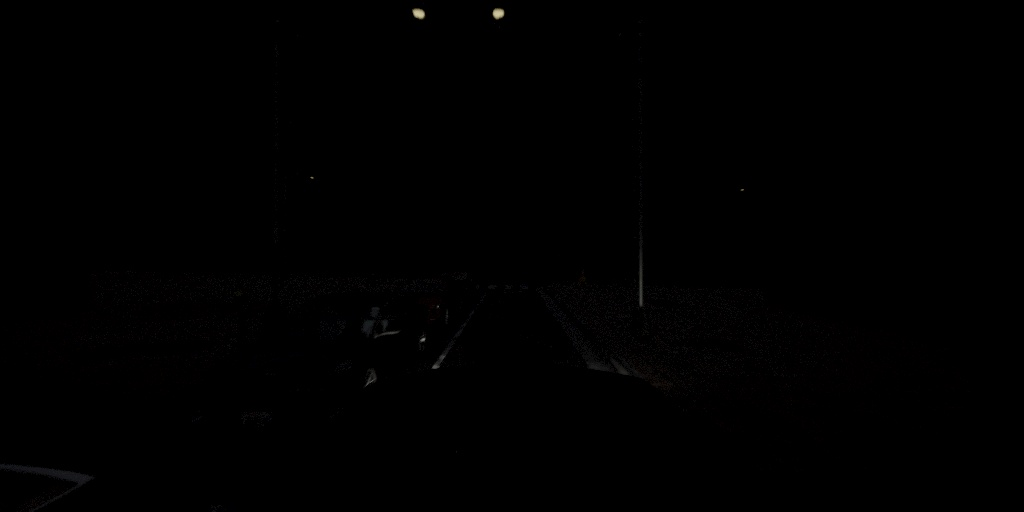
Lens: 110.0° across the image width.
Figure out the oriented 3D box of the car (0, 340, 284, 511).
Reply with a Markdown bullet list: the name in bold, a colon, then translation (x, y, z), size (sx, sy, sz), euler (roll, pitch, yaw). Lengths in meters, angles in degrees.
- **car**: translation (-2.637, 1.302, 0.342), size (2.007, 1.370, 4.403), euler (0, 0, 0)

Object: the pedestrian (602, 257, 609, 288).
- **pedestrian**: translation (5.507, 0.941, 21.306), size (0.375, 1.860, 0.375), euler (1, -1, 0)

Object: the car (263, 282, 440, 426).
- **car**: translation (-2.638, 1.313, 5.883), size (1.948, 1.339, 4.313), euler (0, 0, 0)

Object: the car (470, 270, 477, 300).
- **car**: translation (-2.640, 1.288, 16.965), size (2.007, 1.370, 4.403), euler (0, 0, 0)

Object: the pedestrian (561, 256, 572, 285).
- **pedestrian**: translation (3.375, 0.870, 21.906), size (0.375, 1.860, 0.375), euler (1, -1, 0)

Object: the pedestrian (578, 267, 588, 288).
- **pedestrian**: translation (4.159, 1.162, 20.704), size (0.375, 1.300, 0.375), euler (1, -1, 0)

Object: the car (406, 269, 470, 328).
- **car**: translation (-2.639, 1.287, 11.423), size (1.888, 1.381, 4.507), euler (0, 0, 0)
